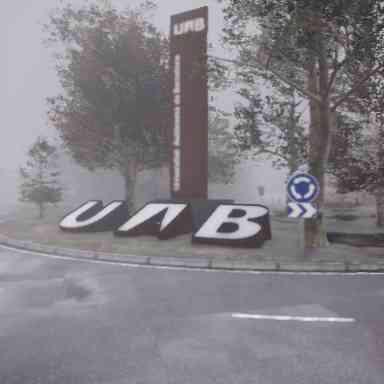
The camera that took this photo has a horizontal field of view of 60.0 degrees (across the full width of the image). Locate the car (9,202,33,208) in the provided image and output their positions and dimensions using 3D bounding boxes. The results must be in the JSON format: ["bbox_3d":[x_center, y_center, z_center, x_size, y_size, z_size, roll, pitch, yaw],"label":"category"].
[{"bbox_3d":[-31.782,2.459,62.710,4.674,1.452,2.002,-4,-4,35],"label":"car"}]

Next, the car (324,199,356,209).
[{"bbox_3d":[17.412,1.409,40.208,1.895,1.301,4.718,0,0,-43],"label":"car"}]

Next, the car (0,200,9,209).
[{"bbox_3d":[-36.271,2.749,65.868,4.792,1.488,2.163,-4,-2,35],"label":"car"}]

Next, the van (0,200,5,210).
[{"bbox_3d":[-40.857,2.801,69.112,4.442,1.987,1.878,-4,-2,35],"label":"van"}]
